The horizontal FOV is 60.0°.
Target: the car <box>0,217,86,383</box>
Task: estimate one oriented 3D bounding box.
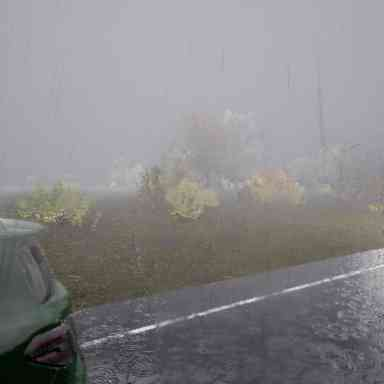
[{"bbox_3d":[-3.399,1.220,1.569,5.566,2.045,2.150,0,0,-36],"label":"car"}]
